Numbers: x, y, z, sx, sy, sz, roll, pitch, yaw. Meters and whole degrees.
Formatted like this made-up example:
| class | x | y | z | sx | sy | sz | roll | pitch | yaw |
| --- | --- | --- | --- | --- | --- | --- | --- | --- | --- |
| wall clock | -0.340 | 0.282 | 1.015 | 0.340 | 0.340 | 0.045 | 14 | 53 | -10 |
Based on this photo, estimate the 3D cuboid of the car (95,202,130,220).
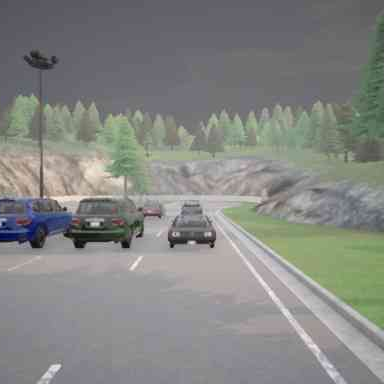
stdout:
| class | x | y | z | sx | sy | sz | roll | pitch | yaw |
| --- | --- | --- | --- | --- | --- | --- | --- | --- | --- |
| car | -6.987 | 1.614 | 29.660 | 1.895 | 1.301 | 4.718 | 0 | 0 | 1 |

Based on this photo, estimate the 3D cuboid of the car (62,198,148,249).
| class | x | y | z | sx | sy | sz | roll | pitch | yaw |
| --- | --- | --- | --- | --- | --- | --- | --- | --- | --- |
| car | -3.500 | 1.255 | 14.680 | 2.150 | 2.045 | 5.566 | 0 | 0 | 0 |

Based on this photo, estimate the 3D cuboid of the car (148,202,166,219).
| class | x | y | z | sx | sy | sz | roll | pitch | yaw |
| --- | --- | --- | --- | --- | --- | --- | --- | --- | --- |
| car | -3.488 | 1.570 | 29.590 | 1.994 | 1.385 | 4.181 | 0 | 0 | 1 |

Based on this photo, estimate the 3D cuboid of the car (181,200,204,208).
| class | x | y | z | sx | sy | sz | roll | pitch | yaw |
| --- | --- | --- | --- | --- | --- | --- | --- | --- | --- |
| car | 0.012 | 1.493 | 29.550 | 2.128 | 1.511 | 4.902 | 0 | 0 | 1 |

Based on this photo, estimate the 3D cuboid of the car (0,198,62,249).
| class | x | y | z | sx | sy | sz | roll | pitch | yaw |
| --- | --- | --- | --- | --- | --- | --- | --- | --- | --- |
| car | -7.000 | 1.255 | 14.680 | 2.150 | 2.045 | 5.566 | 0 | 0 | 0 |

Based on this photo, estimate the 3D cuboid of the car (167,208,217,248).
| class | x | y | z | sx | sy | sz | roll | pitch | yaw |
| --- | --- | --- | --- | --- | --- | --- | --- | --- | --- |
| car | 0.000 | 1.613 | 14.680 | 1.895 | 1.301 | 4.718 | 0 | 0 | 0 |
